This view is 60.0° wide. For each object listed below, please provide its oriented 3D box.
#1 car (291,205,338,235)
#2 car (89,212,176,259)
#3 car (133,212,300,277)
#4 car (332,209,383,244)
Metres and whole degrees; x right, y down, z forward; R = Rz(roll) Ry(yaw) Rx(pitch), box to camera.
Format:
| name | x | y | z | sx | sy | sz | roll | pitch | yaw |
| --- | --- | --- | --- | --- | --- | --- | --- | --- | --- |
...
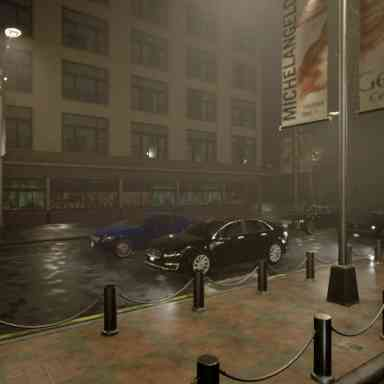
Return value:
| name | x | y | z | sx | sy | sz | roll | pitch | yaw |
| --- | --- | --- | --- | --- | --- | --- | --- | --- | --- |
| car | 6.851 | 1.492 | 18.746 | 4.902 | 1.511 | 2.128 | 0 | 0 | -35 |
| car | -1.514 | 1.526 | 12.764 | 4.674 | 1.442 | 1.812 | 0 | 0 | -35 |
| car | 0.918 | 1.505 | 10.195 | 4.892 | 1.490 | 1.837 | 0 | 0 | -36 |
| car | 9.076 | 1.601 | 16.036 | 4.718 | 1.301 | 1.895 | 0 | 0 | -35 |
